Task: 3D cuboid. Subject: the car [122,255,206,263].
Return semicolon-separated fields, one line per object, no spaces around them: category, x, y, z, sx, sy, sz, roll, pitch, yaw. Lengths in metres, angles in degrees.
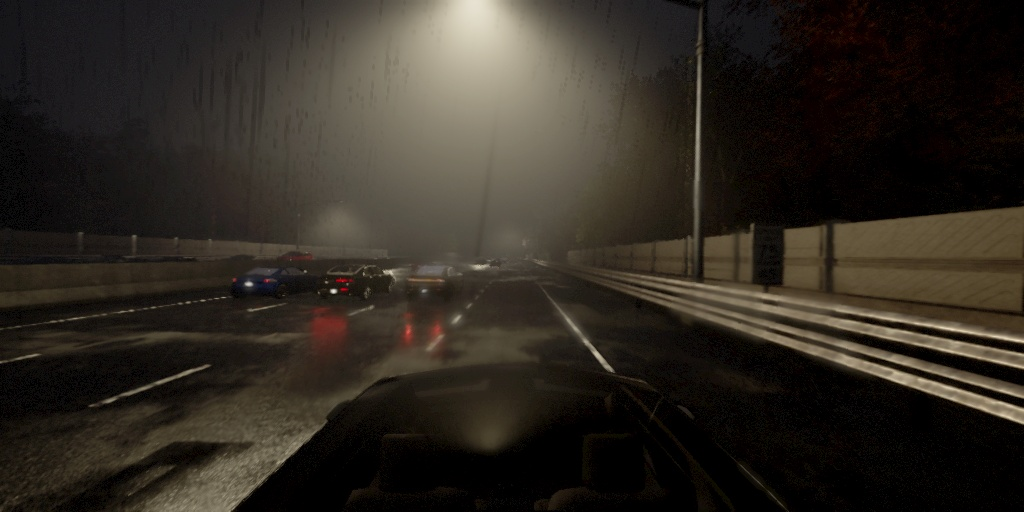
car;-24.380;0.771;25.901;1.837;1.490;4.892;1;-1;1

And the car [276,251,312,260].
car;-27.625;0.423;45.850;2.150;2.045;5.566;1;0;1

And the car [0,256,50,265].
car;-31.405;0.689;23.883;1.994;1.385;4.181;1;0;1

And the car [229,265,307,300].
car;-10.406;1.107;16.233;1.994;1.385;4.181;1;0;1

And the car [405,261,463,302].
car;-3.404;1.175;16.462;2.128;1.511;4.902;1;0;1

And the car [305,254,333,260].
car;-24.136;0.835;46.171;1.994;1.385;4.181;1;0;1

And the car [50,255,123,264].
car;-27.889;0.688;25.052;2.128;1.511;4.902;1;0;1

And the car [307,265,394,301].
car;-6.905;1.120;16.338;1.837;1.490;4.892;1;0;1

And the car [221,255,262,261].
car;-31.196;0.636;41.410;1.837;1.490;4.892;1;0;1

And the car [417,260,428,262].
car;-10.173;1.113;41.491;1.994;1.385;4.181;1;0;1
